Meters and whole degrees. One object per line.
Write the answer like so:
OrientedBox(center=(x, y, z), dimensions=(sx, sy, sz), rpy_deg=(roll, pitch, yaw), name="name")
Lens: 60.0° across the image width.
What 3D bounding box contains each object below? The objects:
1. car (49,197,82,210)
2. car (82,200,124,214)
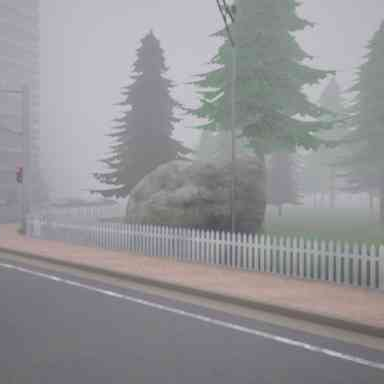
OrientedBox(center=(-14.276, 1.328, 38.782), dimensions=(2.033, 1.411, 5.357), rpy_deg=(0, 0, 12), name="car")
OrientedBox(center=(-8.583, 1.344, 33.461), dimensions=(1.812, 1.442, 4.674), rpy_deg=(0, 0, 20), name="car")
